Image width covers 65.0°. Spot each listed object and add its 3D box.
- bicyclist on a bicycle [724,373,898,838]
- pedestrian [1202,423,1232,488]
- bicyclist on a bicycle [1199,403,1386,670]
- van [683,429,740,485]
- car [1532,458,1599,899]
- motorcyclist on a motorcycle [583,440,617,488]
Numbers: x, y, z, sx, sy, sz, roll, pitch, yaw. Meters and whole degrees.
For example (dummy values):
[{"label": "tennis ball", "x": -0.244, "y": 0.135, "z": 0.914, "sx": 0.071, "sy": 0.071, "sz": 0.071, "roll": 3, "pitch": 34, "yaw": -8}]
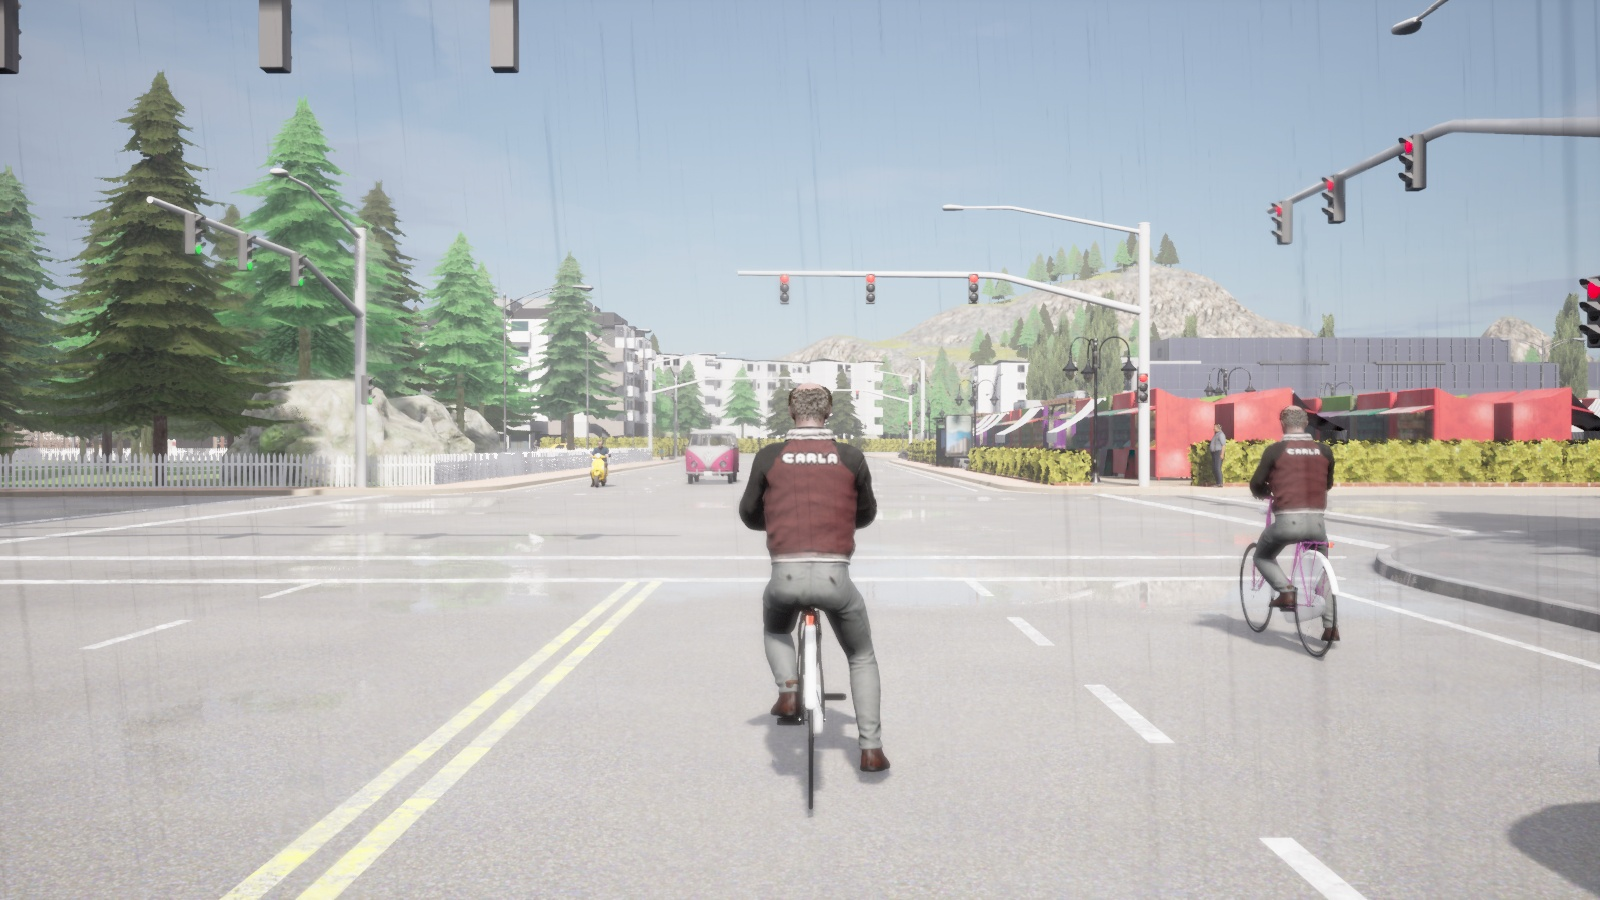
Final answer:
[{"label": "bicyclist on a bicycle", "x": 0.046, "y": 0.585, "z": 5.708, "sx": 0.659, "sy": 1.776, "sz": 1.843, "roll": 0, "pitch": 1, "yaw": 0}, {"label": "pedestrian", "x": 11.835, "y": 0.153, "z": 35.629, "sx": 0.694, "sy": 1.848, "sz": 0.540, "roll": 0, "pitch": 0, "yaw": 2}, {"label": "bicyclist on a bicycle", "x": 3.564, "y": 0.568, "z": 9.269, "sx": 0.659, "sy": 1.776, "sz": 1.843, "roll": 0, "pitch": 1, "yaw": 0}, {"label": "van", "x": -3.237, "y": 0.233, "z": 46.760, "sx": 1.775, "sy": 1.987, "sz": 4.442, "roll": 0, "pitch": 0, "yaw": 0}, {"label": "car", "x": 3.526, "y": 0.763, "z": 2.164, "sx": 1.812, "sy": 1.442, "sz": 4.674, "roll": 0, "pitch": 0, "yaw": 0}, {"label": "motorcyclist on a motorcycle", "x": -6.760, "y": 0.454, "z": 42.533, "sx": 0.866, "sy": 1.590, "sz": 1.817, "roll": 0, "pitch": 0, "yaw": 0}]
